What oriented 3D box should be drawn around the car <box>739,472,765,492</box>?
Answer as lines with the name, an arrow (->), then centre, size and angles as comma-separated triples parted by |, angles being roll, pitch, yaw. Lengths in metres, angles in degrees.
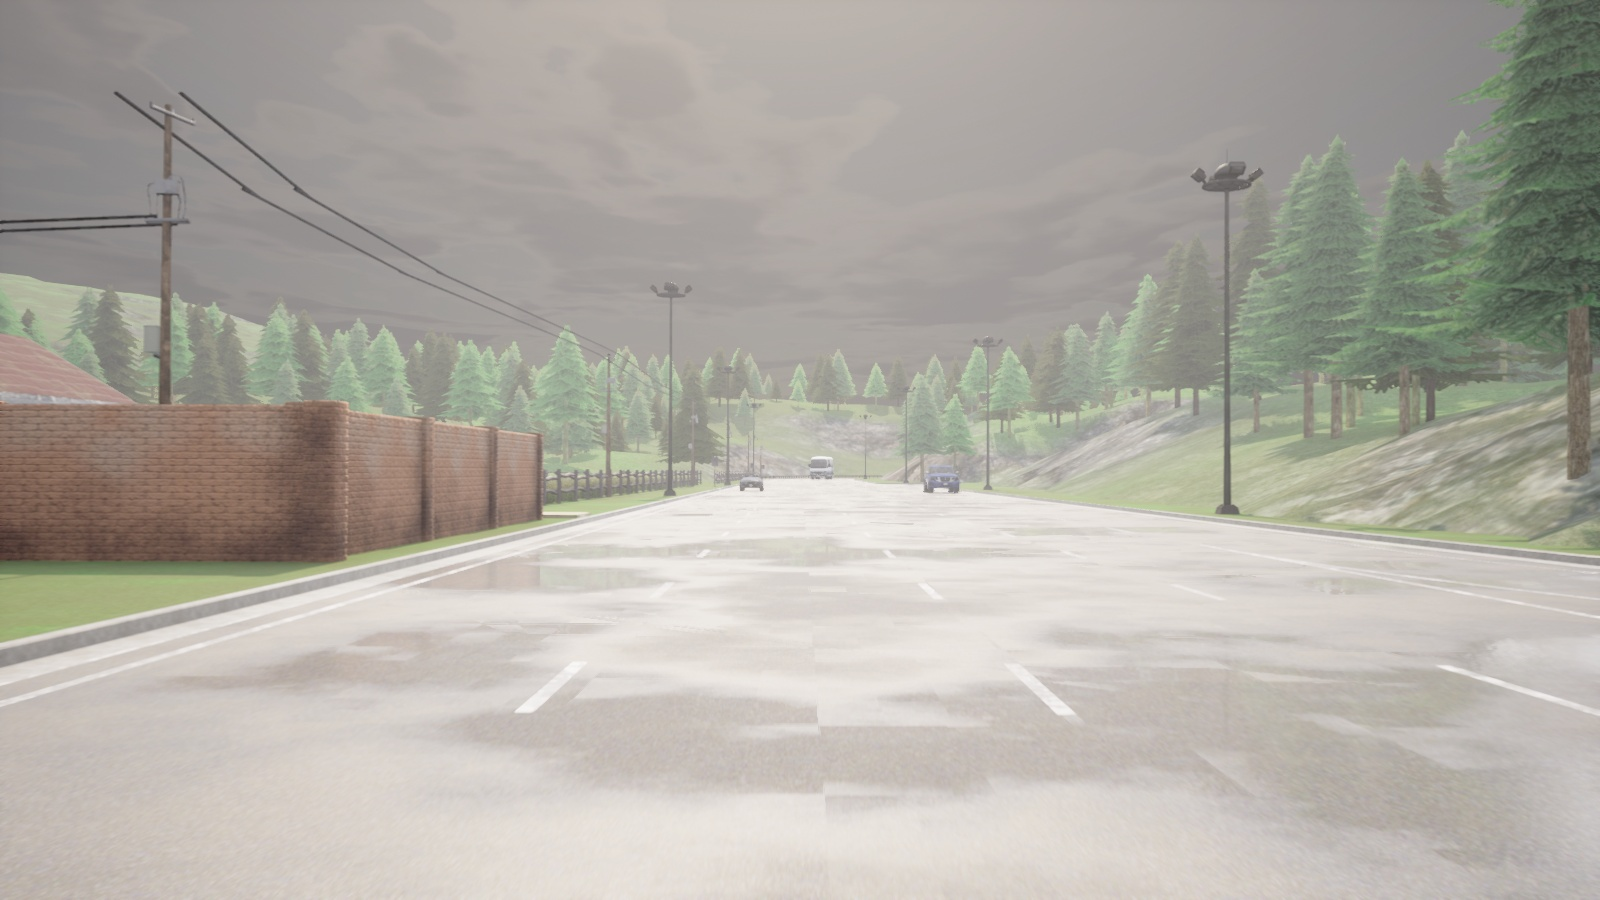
car -> -3.685, 2.457, 96.368 | 1.816, 1.474, 4.193 | 0, -1, 0

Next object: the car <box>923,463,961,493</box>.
car -> 10.317, 2.024, 91.474 | 2.150, 2.045, 5.566 | 0, -1, 0
